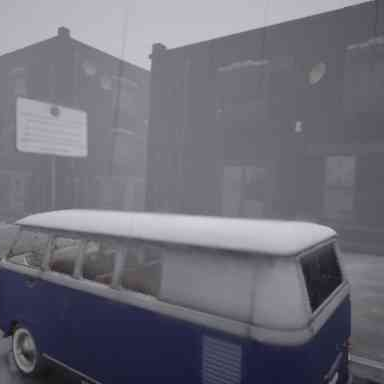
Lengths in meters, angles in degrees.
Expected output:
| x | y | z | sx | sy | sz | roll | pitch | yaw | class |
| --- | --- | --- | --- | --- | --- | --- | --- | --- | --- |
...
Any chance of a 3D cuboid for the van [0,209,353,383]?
| x | y | z | sx | sy | sz | roll | pitch | yaw | class |
| --- | --- | --- | --- | --- | --- | --- | --- | --- | --- |
| -0.617 | 1.241 | 3.970 | 4.442 | 1.987 | 1.878 | 0 | 0 | 35 | van |
